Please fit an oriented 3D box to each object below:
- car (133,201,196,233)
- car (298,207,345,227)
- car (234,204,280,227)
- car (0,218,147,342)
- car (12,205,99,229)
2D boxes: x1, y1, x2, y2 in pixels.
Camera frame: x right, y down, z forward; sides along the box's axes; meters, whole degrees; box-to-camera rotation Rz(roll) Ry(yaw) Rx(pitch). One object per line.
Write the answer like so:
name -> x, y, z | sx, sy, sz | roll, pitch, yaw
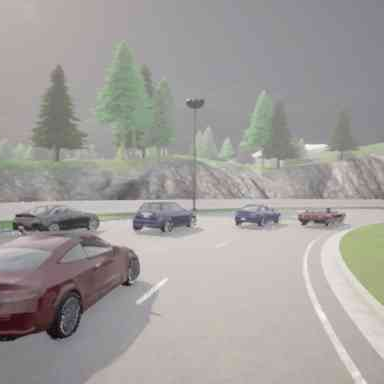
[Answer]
car -> -1.508, 1.330, 19.717 | 2.097, 1.767, 4.553 | 1, 0, 26
car -> 9.303, 1.696, 23.605 | 1.895, 1.301, 4.718 | 1, 0, 40
car -> 4.565, 1.569, 23.067 | 1.812, 1.442, 4.674 | 0, 0, 35
car -> -2.526, 1.496, 6.489 | 1.812, 1.442, 4.674 | 0, 0, 10
car -> -6.807, 1.412, 17.242 | 2.128, 1.511, 4.902 | 1, 0, 22
